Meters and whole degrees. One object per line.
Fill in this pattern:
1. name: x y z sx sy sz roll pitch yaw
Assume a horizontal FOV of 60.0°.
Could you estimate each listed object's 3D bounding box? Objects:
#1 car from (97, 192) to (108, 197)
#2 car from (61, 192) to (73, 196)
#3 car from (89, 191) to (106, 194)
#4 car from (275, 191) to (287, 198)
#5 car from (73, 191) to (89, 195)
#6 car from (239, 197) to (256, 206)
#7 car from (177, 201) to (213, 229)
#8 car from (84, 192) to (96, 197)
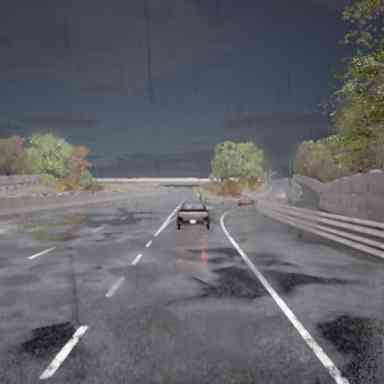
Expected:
1. car: -24.516 0.700 91.327 1.812 1.442 4.674 0 0 0
2. car: -28.013 0.835 75.077 1.812 1.442 4.674 0 0 0
3. car: -21.013 0.666 75.107 2.097 1.767 4.553 0 0 0
4. car: 22.682 0.765 85.431 2.150 2.045 5.566 0 3 20
5. car: -24.513 0.666 75.106 2.097 1.767 4.553 0 0 0
6. car: 9.208 1.601 55.109 1.994 1.385 4.181 0 -1 25
7. car: 0.174 1.306 19.867 2.128 1.511 4.902 0 1 3
8. car: -28.015 0.676 91.326 1.837 1.490 4.892 0 0 0
